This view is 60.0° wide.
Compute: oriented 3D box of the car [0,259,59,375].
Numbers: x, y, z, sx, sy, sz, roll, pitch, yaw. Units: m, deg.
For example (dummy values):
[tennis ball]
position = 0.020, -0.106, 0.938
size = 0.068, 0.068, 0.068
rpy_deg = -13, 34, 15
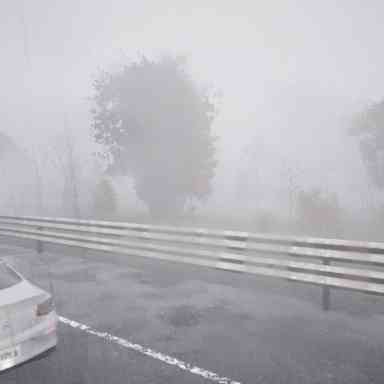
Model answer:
[car]
position = -3.793, 1.527, 4.797
size = 4.674, 1.442, 1.812
rpy_deg = 0, 0, 36
